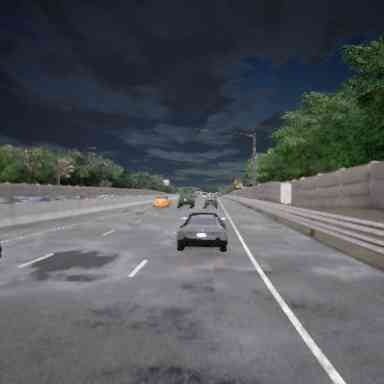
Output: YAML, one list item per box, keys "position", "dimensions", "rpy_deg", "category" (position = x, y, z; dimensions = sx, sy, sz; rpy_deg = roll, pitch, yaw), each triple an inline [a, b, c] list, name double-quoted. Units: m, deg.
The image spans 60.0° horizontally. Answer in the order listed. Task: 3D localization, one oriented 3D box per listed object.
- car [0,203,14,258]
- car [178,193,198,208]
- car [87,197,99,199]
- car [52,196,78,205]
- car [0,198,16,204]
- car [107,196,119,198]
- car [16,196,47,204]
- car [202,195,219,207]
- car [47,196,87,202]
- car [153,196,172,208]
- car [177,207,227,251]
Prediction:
- position: [-6.930, 1.293, 8.333]
  dimensions: [2.097, 1.767, 4.553]
  rpy_deg: [0, 0, 4]
  category: "car"
- position: [-0.732, 1.214, 48.094]
  dimensions: [2.150, 2.045, 5.566]
  rpy_deg: [0, 0, 4]
  category: "car"
- position: [-17.576, 1.452, 58.423]
  dimensions: [1.895, 1.301, 4.718]
  rpy_deg: [0, 0, 4]
  category: "car"
- position: [-21.257, 1.367, 56.010]
  dimensions: [2.033, 1.411, 5.357]
  rpy_deg: [0, 0, 4]
  category: "car"
- position: [-22.375, 1.374, 40.139]
  dimensions: [1.994, 1.385, 4.181]
  rpy_deg: [0, 0, 4]
  category: "car"
- position: [-14.055, 1.372, 58.601]
  dimensions: [2.128, 1.511, 4.902]
  rpy_deg: [0, 0, 4]
  category: "car"
- position: [-18.832, 1.317, 40.624]
  dimensions: [1.882, 1.535, 5.008]
  rpy_deg: [0, 0, 4]
  category: "car"
- position: [2.755, 1.529, 47.813]
  dimensions: [1.837, 1.490, 4.892]
  rpy_deg: [0, 0, 4]
  category: "car"
- position: [-15.295, 1.362, 41.060]
  dimensions: [2.128, 1.511, 4.902]
  rpy_deg: [0, 0, 4]
  category: "car"
- position: [-4.233, 1.315, 48.225]
  dimensions: [2.097, 1.767, 4.553]
  rpy_deg: [0, 0, 4]
  category: "car"
- position: [0.487, 1.568, 14.293]
  dimensions: [1.994, 1.385, 4.181]
  rpy_deg: [0, 0, 4]
  category: "car"
